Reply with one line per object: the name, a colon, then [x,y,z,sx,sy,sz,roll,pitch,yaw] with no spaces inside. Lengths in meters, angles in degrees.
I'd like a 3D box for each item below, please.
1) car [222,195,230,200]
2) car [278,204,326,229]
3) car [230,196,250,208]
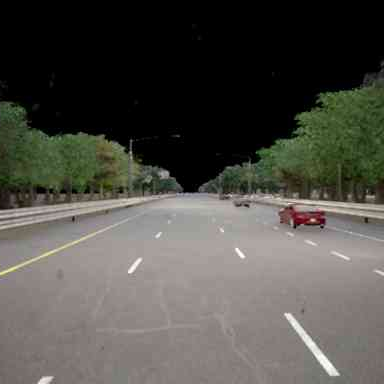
car: [9.521,1.523,90.851,1.837,1.490,4.892,0,0,15]
car: [7.021,1.503,21.747,1.882,1.535,5.008,0,0,0]
car: [7.050,1.615,48.113,1.895,1.301,4.718,0,0,0]
